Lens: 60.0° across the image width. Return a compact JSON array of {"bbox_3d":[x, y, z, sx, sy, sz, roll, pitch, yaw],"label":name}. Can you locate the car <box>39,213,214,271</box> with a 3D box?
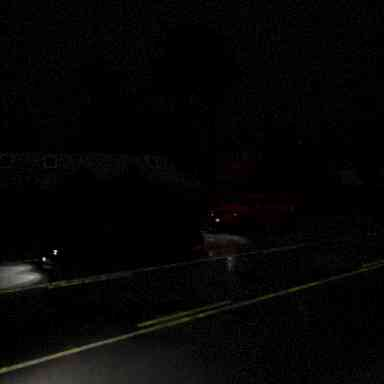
[{"bbox_3d":[-2.085,1.532,11.119,5.357,1.411,2.033,0,0,-36],"label":"car"}]

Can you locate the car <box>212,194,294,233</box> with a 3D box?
[{"bbox_3d":[3.622,1.159,19.532,5.566,2.045,2.150,0,0,-36],"label":"car"}]
